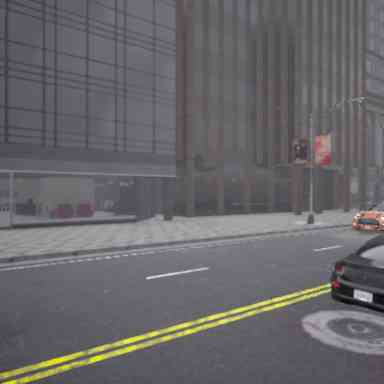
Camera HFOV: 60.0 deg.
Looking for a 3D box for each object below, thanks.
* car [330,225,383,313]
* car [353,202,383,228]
[{"bbox_3d":[4.690,1.548,6.789,4.674,1.442,1.812,0,0,-35],"label":"car"},{"bbox_3d":[11.697,1.417,20.007,4.553,1.767,2.097,0,0,-35],"label":"car"}]
